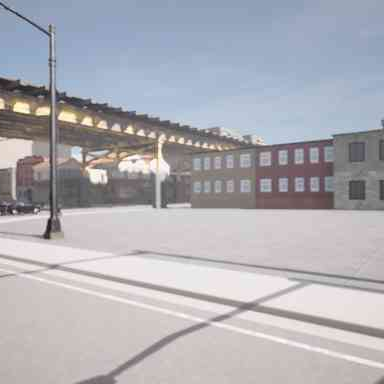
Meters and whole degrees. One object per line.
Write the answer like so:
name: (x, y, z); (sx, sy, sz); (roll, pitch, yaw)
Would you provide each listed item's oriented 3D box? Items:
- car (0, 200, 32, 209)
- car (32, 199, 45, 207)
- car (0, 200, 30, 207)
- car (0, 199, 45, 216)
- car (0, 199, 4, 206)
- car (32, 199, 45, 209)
car: (-30.378, 2.128, 57.089); (4.974, 1.542, 2.038); (-1, 0, 7)
car: (-26.876, 1.945, 58.363); (1.853, 1.218, 4.536); (0, 0, -23)
car: (-30.431, 1.971, 57.096); (4.536, 1.218, 1.853); (-1, 0, 7)
car: (-20.224, 1.949, 39.225); (2.128, 1.511, 4.902); (-1, 0, 25)
car: (-43.779, 2.358, 72.073); (4.974, 1.542, 2.038); (-1, 0, 2)
car: (-26.854, 2.102, 58.314); (2.038, 1.542, 4.974); (0, 0, -23)
